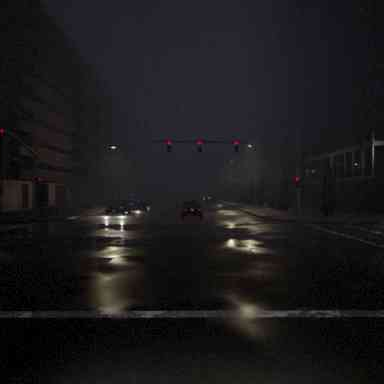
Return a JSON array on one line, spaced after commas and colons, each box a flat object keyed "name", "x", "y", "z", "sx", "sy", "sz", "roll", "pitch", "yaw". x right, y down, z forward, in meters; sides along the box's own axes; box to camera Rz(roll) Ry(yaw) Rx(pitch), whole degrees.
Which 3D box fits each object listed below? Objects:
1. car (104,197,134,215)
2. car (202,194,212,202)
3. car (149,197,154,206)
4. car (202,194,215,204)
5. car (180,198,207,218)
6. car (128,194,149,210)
[{"name": "car", "x": -7.488, "y": 1.526, "z": 34.132, "sx": 1.812, "sy": 1.442, "sz": 4.674, "roll": 0, "pitch": 0, "yaw": 0}, {"name": "car", "x": 3.418, "y": 1.355, "z": 74.492, "sx": 2.097, "sy": 1.767, "sz": 4.553, "roll": 0, "pitch": 0, "yaw": 1}, {"name": "car", "x": -7.375, "y": 1.547, "z": 54.506, "sx": 2.033, "sy": 1.411, "sz": 5.357, "roll": 0, "pitch": 0, "yaw": 1}, {"name": "car", "x": 3.419, "y": 1.491, "z": 64.627, "sx": 2.128, "sy": 1.511, "sz": 4.902, "roll": 0, "pitch": 0, "yaw": 1}, {"name": "car", "x": -0.088, "y": 1.546, "z": 30.021, "sx": 2.033, "sy": 1.411, "sz": 5.357, "roll": 0, "pitch": 0, "yaw": -2}, {"name": "car", "x": -7.480, "y": 1.221, "z": 44.042, "sx": 2.150, "sy": 2.045, "sz": 5.566, "roll": 0, "pitch": 0, "yaw": 1}]
